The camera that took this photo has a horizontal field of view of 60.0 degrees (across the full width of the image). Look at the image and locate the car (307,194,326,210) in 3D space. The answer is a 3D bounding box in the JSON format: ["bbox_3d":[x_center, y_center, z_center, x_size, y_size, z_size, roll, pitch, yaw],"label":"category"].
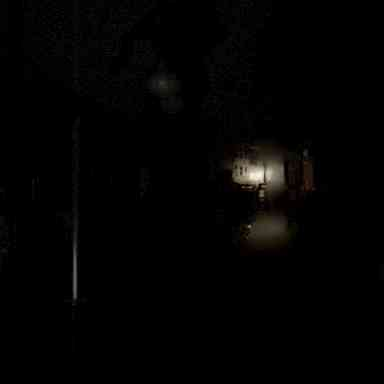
[{"bbox_3d":[15.053,1.329,39.508,2.128,1.511,4.902,0,0,34],"label":"car"}]
